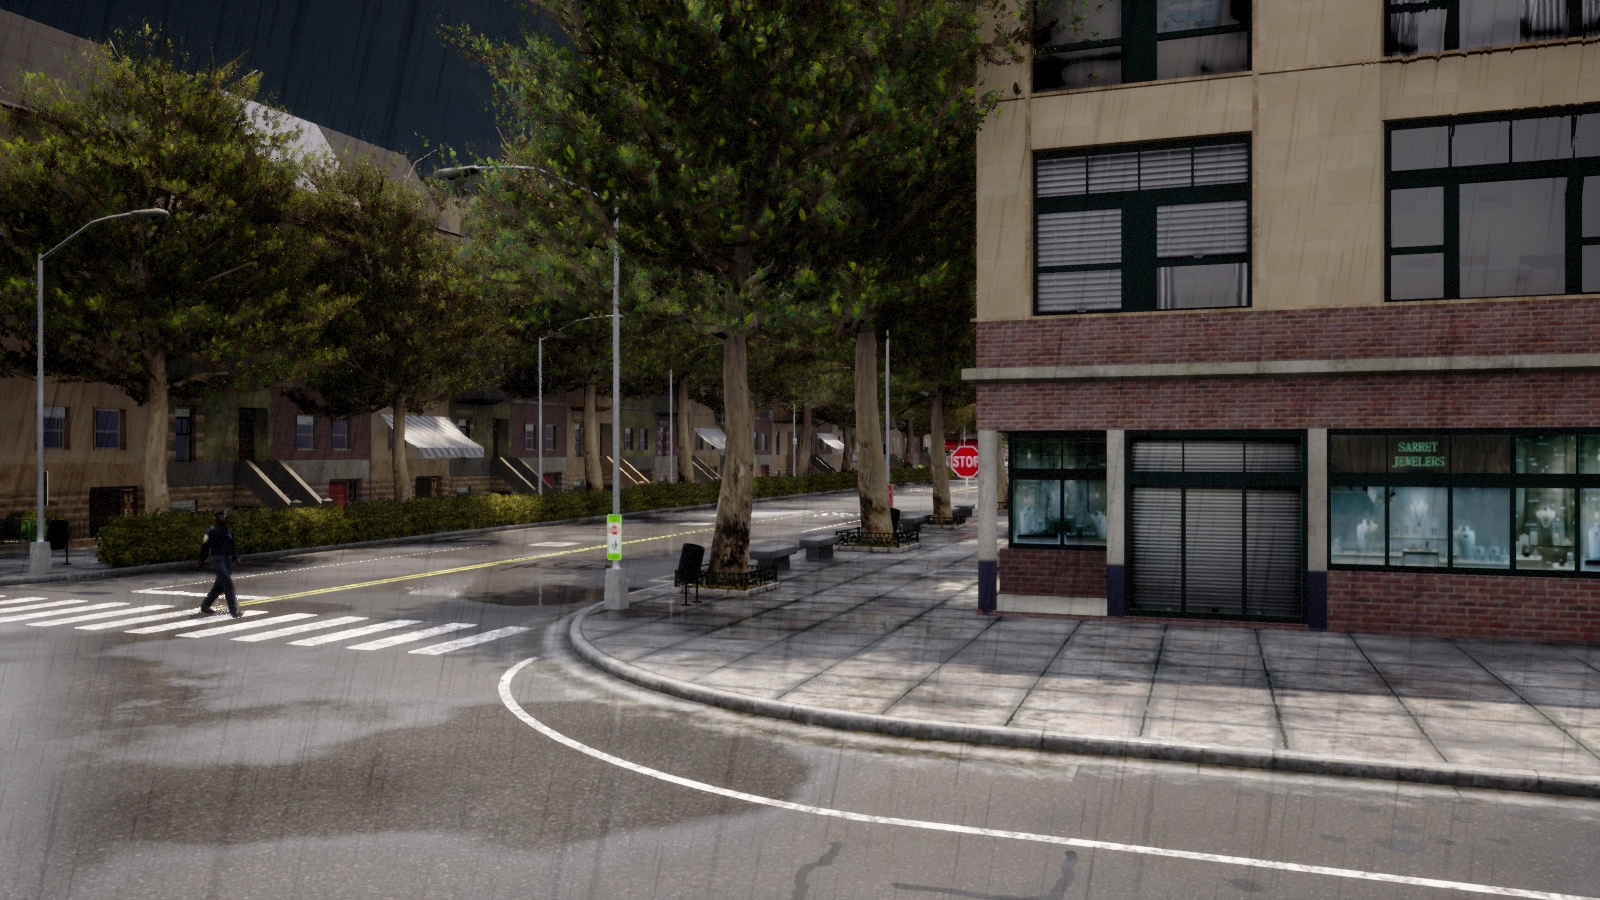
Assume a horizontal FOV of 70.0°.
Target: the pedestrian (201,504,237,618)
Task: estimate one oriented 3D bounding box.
[{"bbox_3d":[-9.772,1.855,19.218,0.375,1.860,0.375,0,0,24],"label":"pedestrian"}]
